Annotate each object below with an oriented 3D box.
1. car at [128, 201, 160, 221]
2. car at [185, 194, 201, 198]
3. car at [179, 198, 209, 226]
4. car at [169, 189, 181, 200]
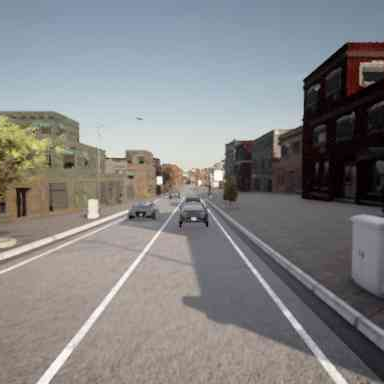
[{"bbox_3d":[-3.588,1.375,25.280,1.994,1.385,4.181,0,1,0],"label":"car"},{"bbox_3d":[0.105,1.042,41.870,1.882,1.535,5.008,0,1,0],"label":"car"},{"bbox_3d":[0.107,1.382,21.834,1.812,1.442,4.674,0,1,0],"label":"car"},{"bbox_3d":[-3.442,0.440,66.703,2.150,2.045,5.566,0,1,0],"label":"car"}]
